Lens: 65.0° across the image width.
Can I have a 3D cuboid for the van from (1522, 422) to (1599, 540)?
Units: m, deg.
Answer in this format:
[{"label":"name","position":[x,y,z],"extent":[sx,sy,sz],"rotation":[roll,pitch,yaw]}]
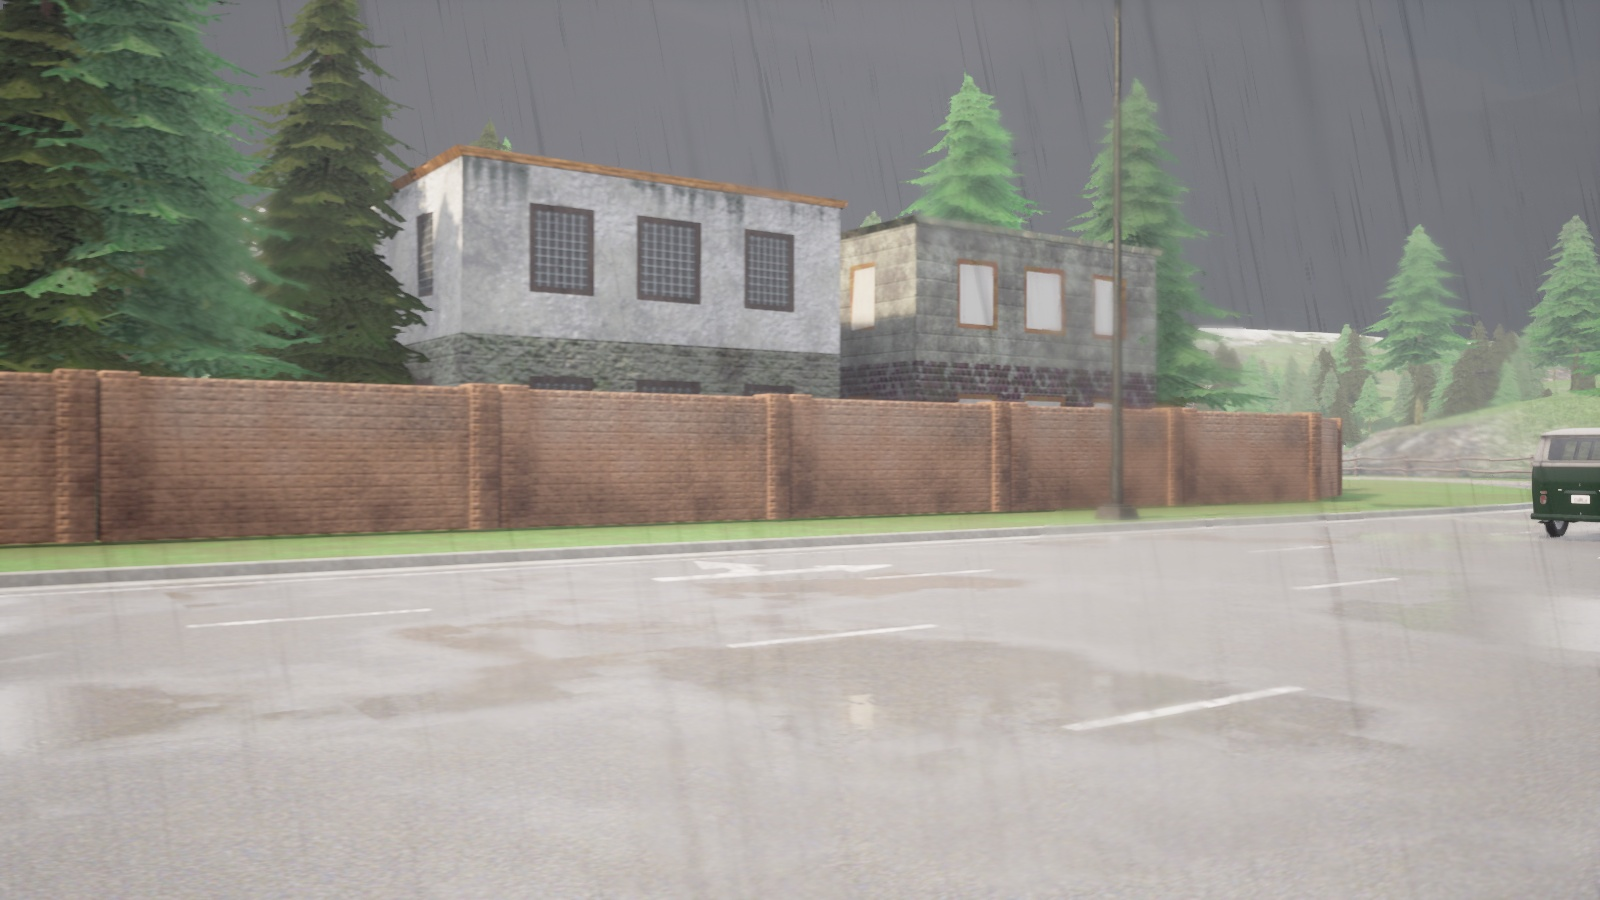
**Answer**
[{"label":"van","position":[15.047,0.522,22.665],"extent":[4.442,1.987,1.775],"rotation":[0,0,-35]}]
